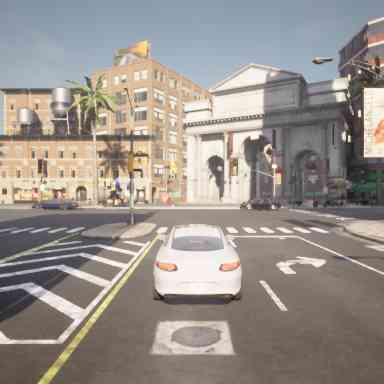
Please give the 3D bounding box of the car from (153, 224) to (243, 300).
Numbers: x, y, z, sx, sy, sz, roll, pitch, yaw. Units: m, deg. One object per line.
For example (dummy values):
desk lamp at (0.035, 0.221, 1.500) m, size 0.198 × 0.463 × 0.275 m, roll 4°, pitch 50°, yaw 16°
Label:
car at (0.111, 1.526, 8.256) m, size 1.812 × 1.442 × 4.674 m, roll 0°, pitch 0°, yaw 0°

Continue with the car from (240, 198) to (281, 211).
car at (8.258, 1.504, 40.479) m, size 4.892 × 1.490 × 1.837 m, roll 0°, pitch 0°, yaw 1°

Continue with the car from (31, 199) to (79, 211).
car at (-16.685, 1.547, 40.730) m, size 5.357 × 1.411 × 2.033 m, roll 0°, pitch 0°, yaw 1°
